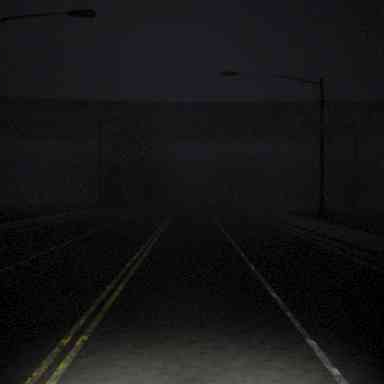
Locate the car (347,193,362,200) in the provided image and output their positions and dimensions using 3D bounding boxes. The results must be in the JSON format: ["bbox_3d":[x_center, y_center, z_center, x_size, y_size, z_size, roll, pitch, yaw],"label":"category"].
[{"bbox_3d":[32.367,1.015,65.523,2.038,1.542,4.974,0,0,31],"label":"car"}]

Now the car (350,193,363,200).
[{"bbox_3d":[32.394,0.858,65.566,1.853,1.218,4.536,0,0,31],"label":"car"}]

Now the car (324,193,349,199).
[{"bbox_3d":[29.304,0.844,67.733,1.853,1.218,4.536,0,0,-29],"label":"car"}]

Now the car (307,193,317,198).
[{"bbox_3d":[29.750,0.720,86.513,4.536,1.218,1.853,0,0,-39],"label":"car"}]

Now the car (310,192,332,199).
[{"bbox_3d":[33.798,0.872,87.289,2.038,1.542,4.974,0,0,-34],"label":"car"}]

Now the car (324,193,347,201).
[{"bbox_3d":[29.329,1.001,67.689,2.038,1.542,4.974,0,0,-29],"label":"car"}]
